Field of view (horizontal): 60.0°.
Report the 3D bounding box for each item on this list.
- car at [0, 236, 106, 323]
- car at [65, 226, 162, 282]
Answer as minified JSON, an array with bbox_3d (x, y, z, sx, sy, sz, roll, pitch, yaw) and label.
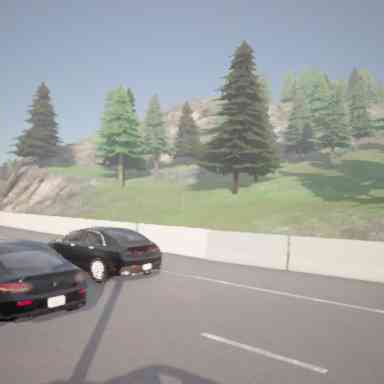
[{"bbox_3d":[-4.103,1.736,7.199,4.674,1.442,1.812,-1,-3,39],"label":"car"},{"bbox_3d":[-3.119,1.871,10.924,4.892,1.490,1.837,0,-3,40],"label":"car"}]
